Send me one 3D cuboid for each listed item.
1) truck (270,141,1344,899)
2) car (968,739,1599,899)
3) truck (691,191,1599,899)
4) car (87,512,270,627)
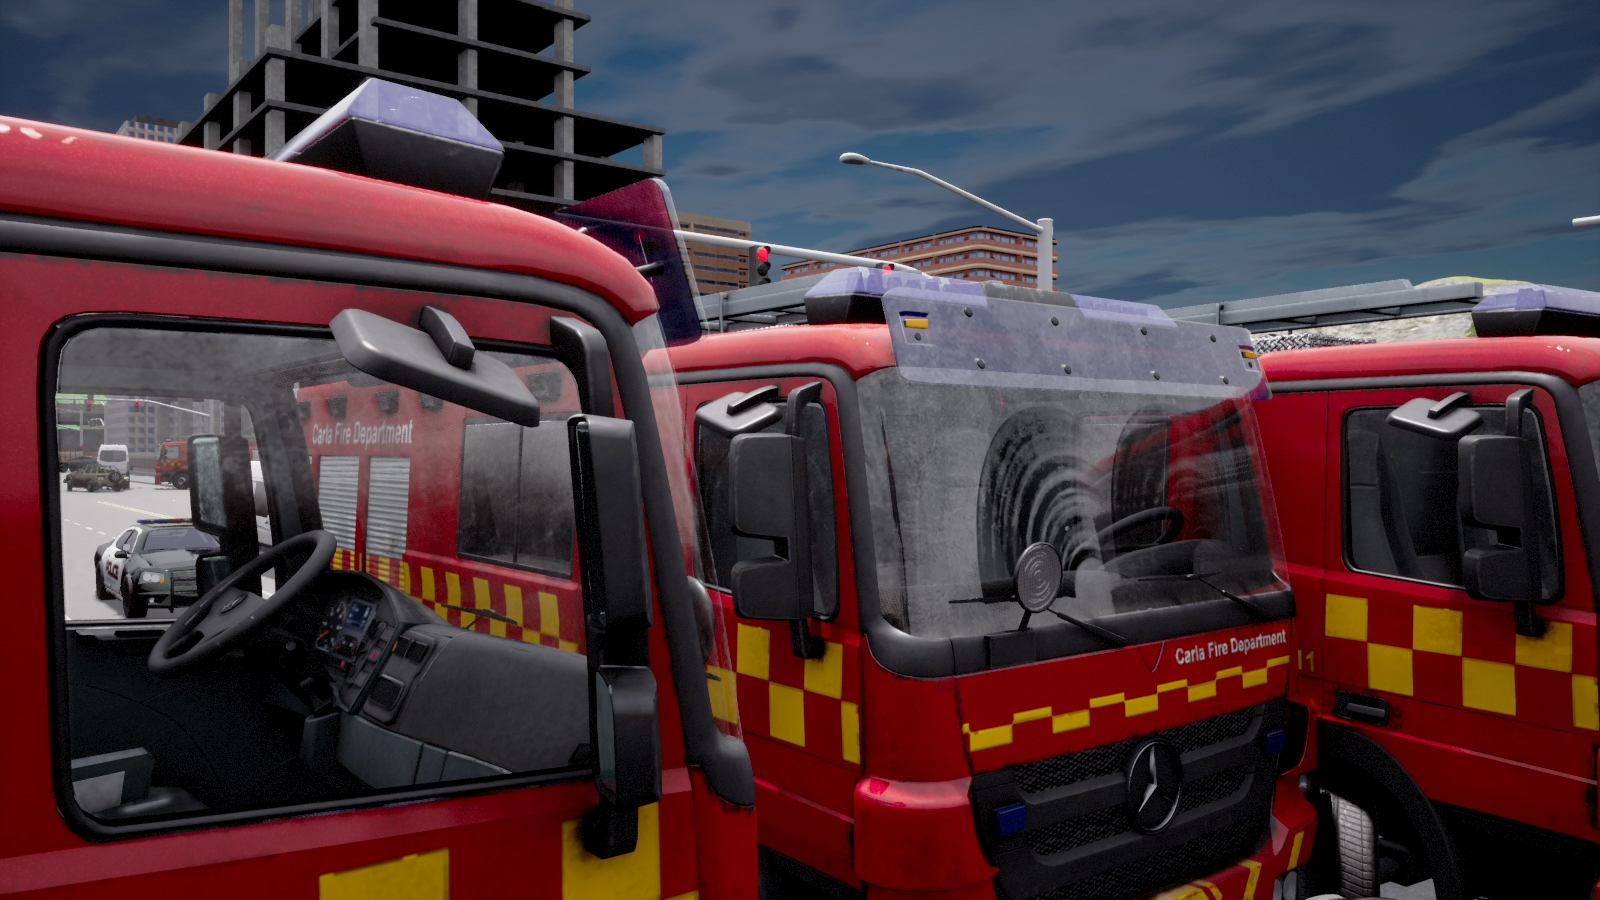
[{"bbox_3d":[-1.099,0.890,8.003,2.891,3.827,8.468,0,0,-38],"label":"truck"},{"bbox_3d":[2.437,2.065,3.109,1.970,1.475,3.806,0,0,-30],"label":"car"},{"bbox_3d":[2.348,0.890,8.605,2.891,3.827,8.468,0,0,-31],"label":"truck"},{"bbox_3d":[-11.386,2.037,20.746,2.038,1.542,4.974,0,0,-39],"label":"car"}]
